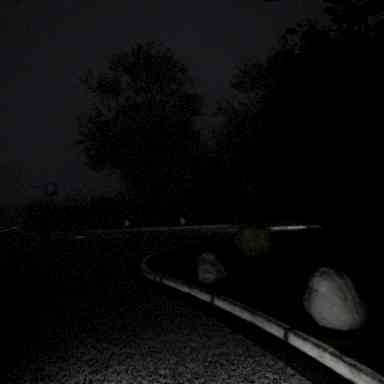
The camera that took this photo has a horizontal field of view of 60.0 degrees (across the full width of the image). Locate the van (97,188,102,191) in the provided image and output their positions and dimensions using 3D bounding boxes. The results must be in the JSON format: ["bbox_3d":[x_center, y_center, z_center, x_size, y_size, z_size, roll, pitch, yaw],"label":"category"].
[{"bbox_3d":[-25.090,0.372,80.931,4.442,1.987,1.878,-1,2,-3],"label":"van"}]

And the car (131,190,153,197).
[{"bbox_3d":[-12.032,0.333,79.644,5.008,1.535,2.097,-1,2,-3],"label":"car"}]

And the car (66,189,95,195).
[{"bbox_3d":[-24.781,0.585,72.528,5.566,2.045,2.435,-1,2,-3],"label":"car"}]

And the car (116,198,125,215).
[{"bbox_3d":[-9.460,1.693,32.549,4.792,1.488,2.163,-1,2,-3],"label":"car"}]

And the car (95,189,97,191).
[{"bbox_3d":[-25.084,0.759,75.326,5.366,1.575,1.946,-1,2,-3],"label":"car"}]

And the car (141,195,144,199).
[{"bbox_3d":[-10.544,1.111,51.938,5.008,1.535,2.097,-1,2,-3],"label":"car"}]

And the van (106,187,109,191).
[{"bbox_3d":[-25.544,0.130,89.327,4.442,1.987,1.878,-1,2,-3],"label":"van"}]

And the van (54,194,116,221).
[{"bbox_3d":[-9.462,1.522,29.765,4.442,1.987,1.878,-1,2,-3],"label":"van"}]

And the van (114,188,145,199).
[{"bbox_3d":[-10.727,0.726,57.480,4.442,1.987,1.878,-1,2,-3],"label":"van"}]

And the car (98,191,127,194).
[{"bbox_3d":[-10.210,1.141,46.396,4.553,1.767,2.185,-1,2,-3],"label":"car"}]

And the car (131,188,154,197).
[{"bbox_3d":[-12.221,0.005,82.406,5.566,2.045,2.435,-1,2,-3],"label":"car"}]

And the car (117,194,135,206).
[{"bbox_3d":[-9.945,1.427,40.857,4.892,1.521,2.231,-1,2,-3],"label":"car"}]

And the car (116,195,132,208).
[{"bbox_3d":[-9.760,1.534,38.091,4.792,1.488,2.163,-1,2,-3],"label":"car"}]

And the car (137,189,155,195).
[{"bbox_3d":[-12.815,-0.037,93.494,4.792,1.488,2.163,-1,2,-3],"label":"car"}]

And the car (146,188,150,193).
[{"bbox_3d":[-11.731,0.490,74.103,4.892,1.521,2.231,-1,2,-3],"label":"car"}]

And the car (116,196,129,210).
[{"bbox_3d":[-9.825,1.586,35.309,5.366,1.575,1.946,-1,2,-3],"label":"car"}]

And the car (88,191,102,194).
[{"bbox_3d":[-15.795,1.114,56.829,1.837,1.490,4.892,-1,2,-3],"label":"car"}]

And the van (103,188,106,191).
[{"bbox_3d":[-25.626,0.220,86.519,4.442,1.987,1.878,-1,2,-3],"label":"van"}]

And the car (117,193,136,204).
[{"bbox_3d":[-10.083,1.346,43.628,5.008,1.535,2.097,-1,2,-3],"label":"car"}]

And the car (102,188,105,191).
[{"bbox_3d":[-25.358,0.522,83.729,5.008,1.535,2.097,-1,2,-3],"label":"car"}]
